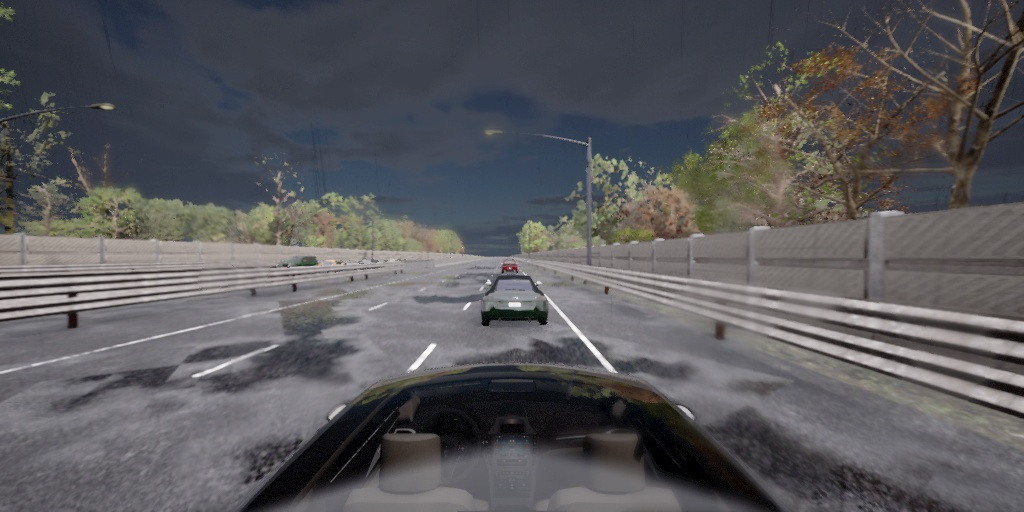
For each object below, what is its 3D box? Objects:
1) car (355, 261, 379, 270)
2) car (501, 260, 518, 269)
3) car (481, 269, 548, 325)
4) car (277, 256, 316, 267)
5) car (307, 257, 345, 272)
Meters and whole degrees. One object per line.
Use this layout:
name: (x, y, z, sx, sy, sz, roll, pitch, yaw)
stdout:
car: (-17.970, 1.290, 44.426, 1.812, 1.442, 4.674, 0, 0, -1)
car: (-0.294, 1.241, 43.684, 1.882, 1.535, 5.008, 0, 0, -1)
car: (0.067, 1.316, 11.907, 1.994, 1.385, 4.181, 0, 0, 0)
car: (-24.937, 0.985, 42.022, 2.150, 2.045, 5.566, 0, 0, -1)
car: (-21.442, 1.241, 42.185, 1.882, 1.535, 5.008, 0, 0, -1)
